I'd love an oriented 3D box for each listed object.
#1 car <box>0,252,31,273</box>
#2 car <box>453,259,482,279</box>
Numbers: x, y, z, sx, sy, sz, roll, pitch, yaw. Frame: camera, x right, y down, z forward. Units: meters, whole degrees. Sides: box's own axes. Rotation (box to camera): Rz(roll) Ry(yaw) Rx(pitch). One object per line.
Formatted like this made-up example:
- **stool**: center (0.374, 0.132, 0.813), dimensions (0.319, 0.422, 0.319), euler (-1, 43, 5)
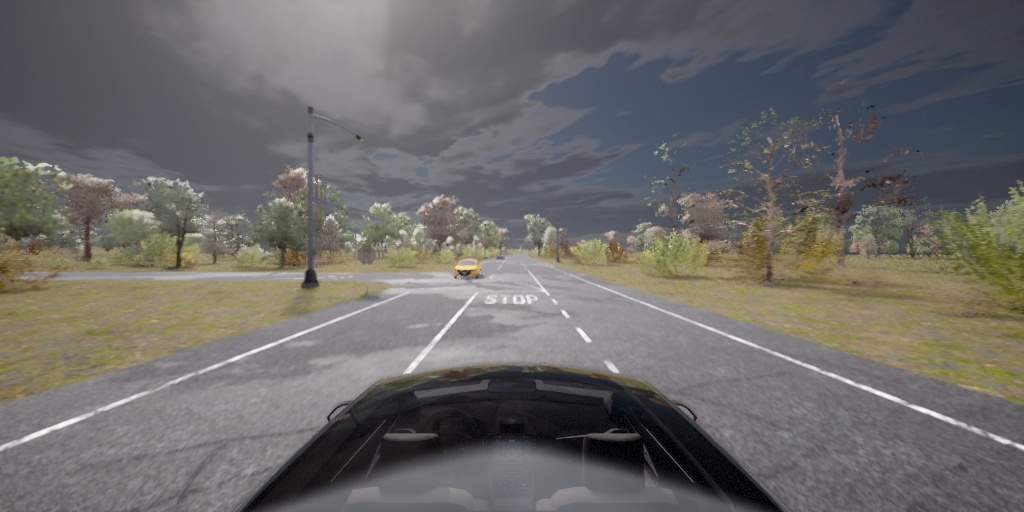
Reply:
- **car**: center (-48.616, 0.609, 33.506), dimensions (5.566, 2.045, 2.150), euler (0, 0, 2)
- **car**: center (-3.467, 0.971, 28.802), dimensions (1.882, 1.535, 5.008), euler (0, 0, 0)
